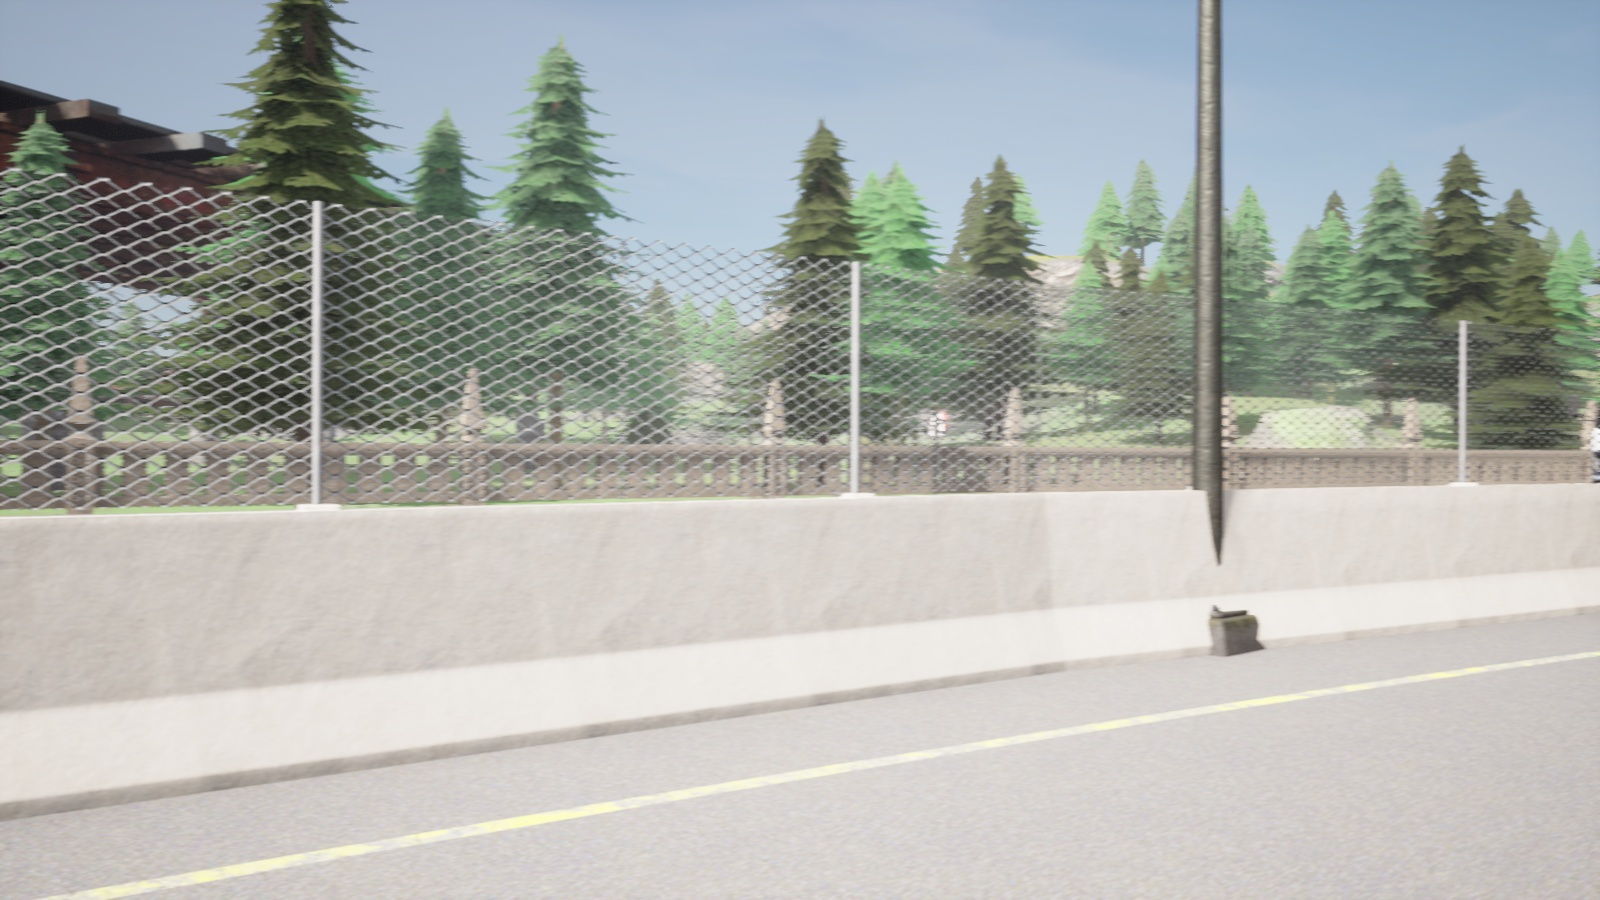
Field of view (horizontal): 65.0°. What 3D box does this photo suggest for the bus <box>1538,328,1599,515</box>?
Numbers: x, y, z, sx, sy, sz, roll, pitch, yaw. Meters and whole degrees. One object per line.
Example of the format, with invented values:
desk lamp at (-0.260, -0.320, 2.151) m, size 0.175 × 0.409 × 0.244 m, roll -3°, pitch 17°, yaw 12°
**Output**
bus at (23.261, -0.656, 29.660) m, size 10.273 × 4.253 × 3.944 m, roll 0°, pitch 0°, yaw -15°
